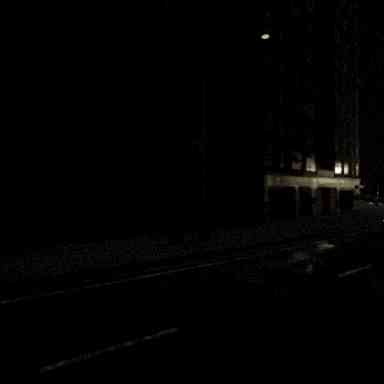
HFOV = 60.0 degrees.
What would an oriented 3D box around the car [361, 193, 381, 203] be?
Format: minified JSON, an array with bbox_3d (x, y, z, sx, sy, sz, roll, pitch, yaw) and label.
[{"bbox_3d":[40.558,1.355,74.794,2.150,2.045,5.566,0,0,13],"label":"car"}]
